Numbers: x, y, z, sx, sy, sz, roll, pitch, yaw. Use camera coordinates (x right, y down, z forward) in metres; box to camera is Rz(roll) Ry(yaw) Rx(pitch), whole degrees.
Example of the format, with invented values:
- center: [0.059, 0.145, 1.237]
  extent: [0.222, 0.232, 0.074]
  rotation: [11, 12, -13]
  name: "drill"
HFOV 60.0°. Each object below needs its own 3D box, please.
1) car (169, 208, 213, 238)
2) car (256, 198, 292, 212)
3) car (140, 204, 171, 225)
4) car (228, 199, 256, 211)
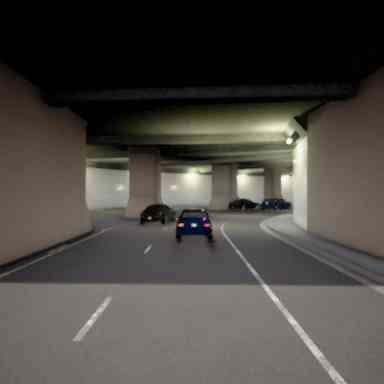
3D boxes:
- center: [0.163, 1.596, 17.931]
  extent: [2.033, 1.411, 5.357]
  rotation: [0, 0, 2]
  name: "car"
- center: [10.423, 1.463, 40.865]
  extent: [4.553, 1.767, 2.097]
  rotation: [0, 0, -44]
  name: "car"
- center: [-2.493, 1.593, 24.958]
  extent: [1.812, 1.442, 4.674]
  rotation: [0, 0, 10]
  name: "car"
- center: [6.592, 1.592, 42.054]
  extent: [1.882, 1.535, 5.008]
  rotation: [-1, 0, 43]
  name: "car"
